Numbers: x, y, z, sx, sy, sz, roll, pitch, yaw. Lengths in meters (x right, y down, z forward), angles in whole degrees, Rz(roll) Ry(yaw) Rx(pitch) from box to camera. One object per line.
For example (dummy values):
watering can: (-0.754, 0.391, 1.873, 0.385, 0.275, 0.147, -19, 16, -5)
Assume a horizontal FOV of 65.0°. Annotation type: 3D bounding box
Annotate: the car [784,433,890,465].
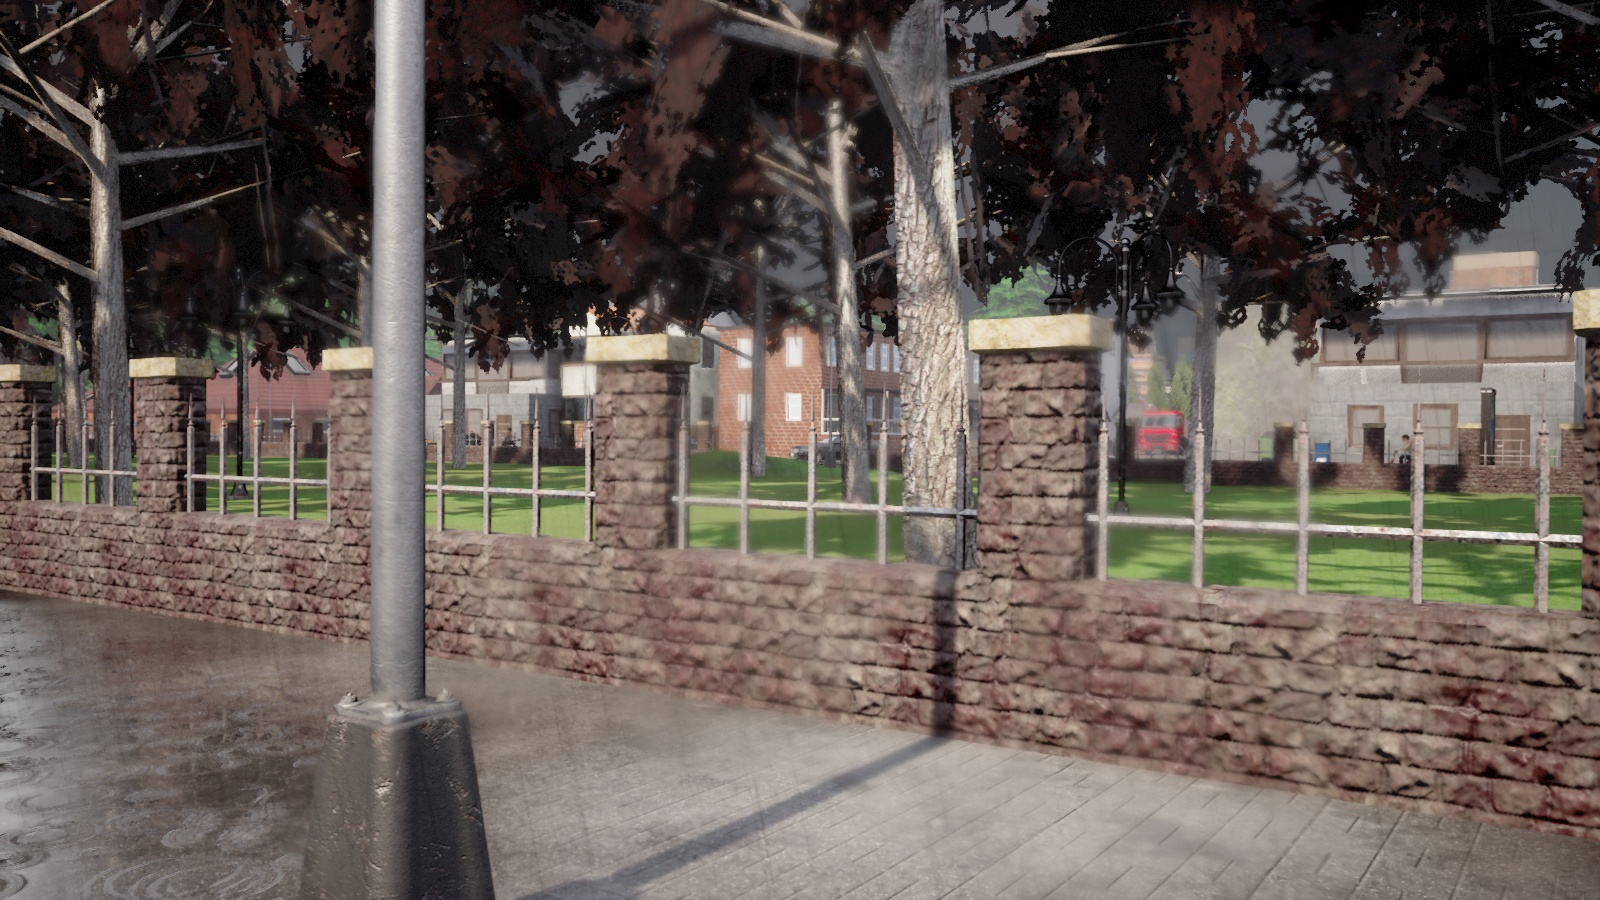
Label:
car: (1.737, -0.062, 59.384, 4.674, 1.442, 1.812, -1, 1, -23)
